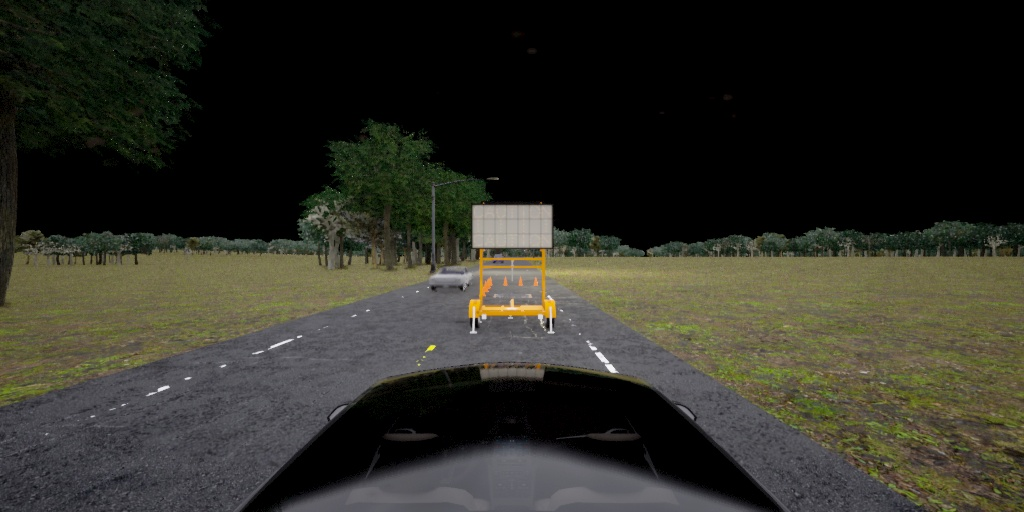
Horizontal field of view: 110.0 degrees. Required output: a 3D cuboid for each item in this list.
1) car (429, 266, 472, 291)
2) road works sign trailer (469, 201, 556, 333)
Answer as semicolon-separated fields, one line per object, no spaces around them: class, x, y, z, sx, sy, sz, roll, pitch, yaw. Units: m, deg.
car;-3.545;1.307;21.390;1.895;1.301;4.718;0;0;0
road works sign trailer;0.012;0.199;10.614;2.380;3.560;2.880;0;0;0
